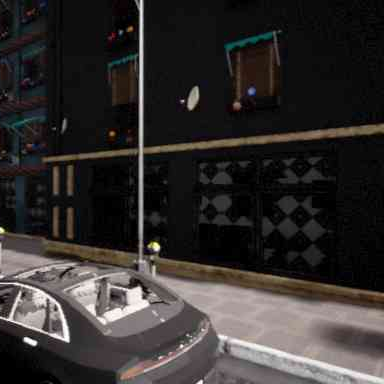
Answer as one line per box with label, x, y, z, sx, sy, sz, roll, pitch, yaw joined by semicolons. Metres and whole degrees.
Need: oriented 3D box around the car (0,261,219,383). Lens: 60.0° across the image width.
car;-1.767;1.608;4.276;4.403;1.369;2.008;-1;1;36
